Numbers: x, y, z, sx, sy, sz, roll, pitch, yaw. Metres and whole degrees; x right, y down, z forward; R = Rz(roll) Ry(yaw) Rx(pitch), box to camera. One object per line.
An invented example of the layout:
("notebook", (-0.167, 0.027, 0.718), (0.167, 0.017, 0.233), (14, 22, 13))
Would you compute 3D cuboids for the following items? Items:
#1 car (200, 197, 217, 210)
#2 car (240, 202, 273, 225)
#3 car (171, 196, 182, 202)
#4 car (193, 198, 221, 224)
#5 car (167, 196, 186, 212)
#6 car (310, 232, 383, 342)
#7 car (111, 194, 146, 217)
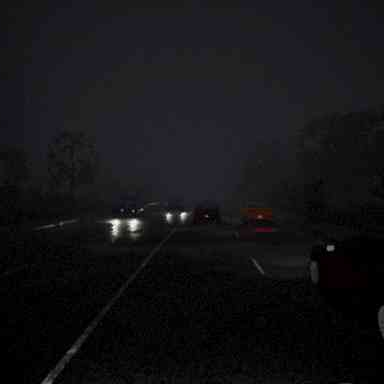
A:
("car", (2.126, 1.460, 42.569), (2.128, 1.511, 4.902), (0, 0, 3))
("car", (4.596, 1.466, 24.316), (1.882, 1.535, 5.008), (0, 0, 3))
("car", (-3.306, 1.510, 71.923), (1.895, 1.301, 4.718), (0, 0, 3))
("car", (1.119, 1.459, 24.786), (1.882, 1.535, 5.008), (0, 0, 3))
("car", (-1.779, 1.442, 38.945), (1.882, 1.535, 5.008), (0, 0, 3))
("car", (3.765, 1.478, 6.151), (1.882, 1.535, 5.008), (0, 0, 1))
("car", (-5.751, 1.186, 30.885), (2.150, 2.045, 5.566), (0, 0, 3))
